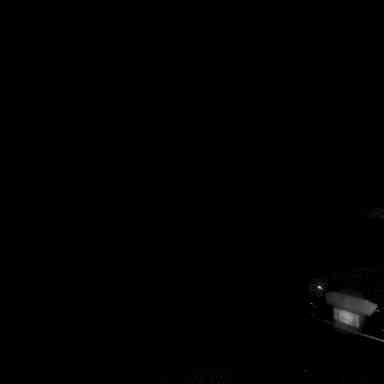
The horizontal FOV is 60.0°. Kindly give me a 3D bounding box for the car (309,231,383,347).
[{"bbox_3d":[4.118,1.444,5.996,4.902,1.511,2.128,0,0,-35],"label":"car"}]
